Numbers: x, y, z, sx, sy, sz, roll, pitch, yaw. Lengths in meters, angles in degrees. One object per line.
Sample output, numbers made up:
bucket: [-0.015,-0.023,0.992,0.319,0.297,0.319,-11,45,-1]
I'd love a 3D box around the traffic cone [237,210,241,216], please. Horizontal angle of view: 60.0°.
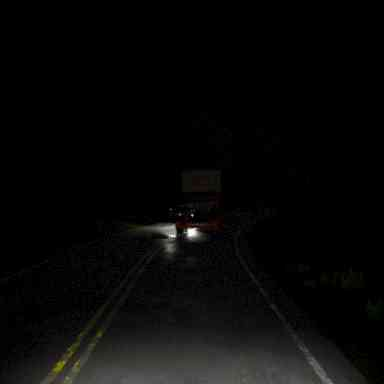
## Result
traffic cone: [4.273,1.906,30.716,0.340,0.580,0.340,-3,0,18]

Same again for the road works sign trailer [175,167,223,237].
road works sign trailer: [0.578,0.462,18.167,2.380,3.560,2.880,-1,0,19]

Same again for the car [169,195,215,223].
car: [0.121,1.280,26.741,2.150,2.045,5.566,-2,-1,22]
